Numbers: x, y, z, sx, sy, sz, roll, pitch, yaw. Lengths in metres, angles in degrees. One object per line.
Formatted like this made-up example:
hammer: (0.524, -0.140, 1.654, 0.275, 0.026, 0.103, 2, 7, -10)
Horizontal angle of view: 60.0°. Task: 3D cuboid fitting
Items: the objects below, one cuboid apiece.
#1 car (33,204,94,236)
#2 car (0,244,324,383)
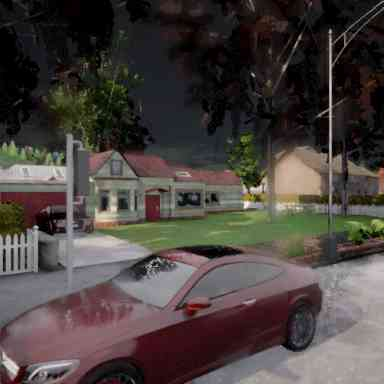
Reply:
car: (-6.299, 1.300, 16.141, 1.994, 1.381, 4.181, 0, 0, -37)
car: (-0.018, 1.526, 4.627, 4.674, 1.442, 1.812, 0, 0, -37)
